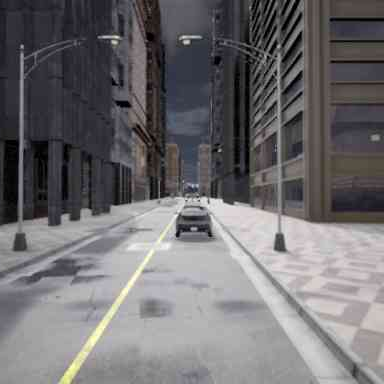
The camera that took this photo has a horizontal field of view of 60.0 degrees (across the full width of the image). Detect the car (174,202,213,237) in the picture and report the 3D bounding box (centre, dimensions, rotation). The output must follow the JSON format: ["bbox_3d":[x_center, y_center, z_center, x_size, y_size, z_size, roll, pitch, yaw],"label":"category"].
[{"bbox_3d":[0.095,1.504,18.210,1.837,1.490,4.892,0,0,0],"label":"car"}]

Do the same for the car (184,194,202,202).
[{"bbox_3d":[0.087,1.262,44.107,2.150,2.045,5.566,0,0,0],"label":"car"}]
